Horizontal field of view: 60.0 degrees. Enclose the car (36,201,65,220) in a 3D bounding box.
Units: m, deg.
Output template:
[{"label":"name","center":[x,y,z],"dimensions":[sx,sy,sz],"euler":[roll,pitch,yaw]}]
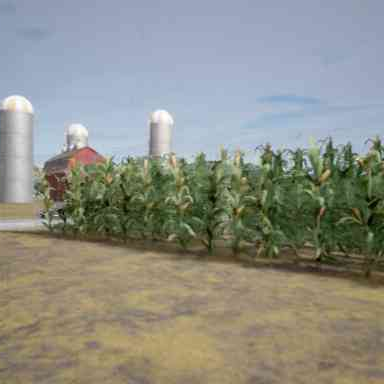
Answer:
[{"label":"car","center":[-11.167,1.569,29.371],"dimensions":[1.882,1.535,5.008],"euler":[1,0,36]}]
